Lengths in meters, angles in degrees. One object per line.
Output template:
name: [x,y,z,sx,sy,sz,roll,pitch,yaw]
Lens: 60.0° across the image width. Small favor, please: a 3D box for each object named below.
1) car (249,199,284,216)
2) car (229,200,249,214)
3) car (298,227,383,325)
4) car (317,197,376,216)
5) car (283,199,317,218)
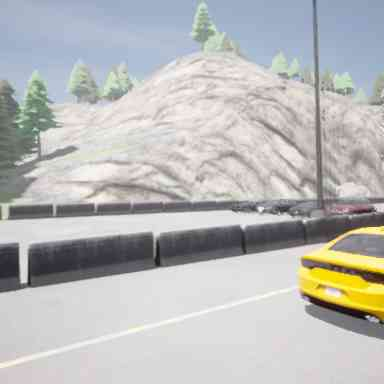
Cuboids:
car: [8.141,1.391,31.201,4.902,1.511,2.128,0,0,-35]
car: [6.076,1.493,34.029,4.718,1.301,1.895,0,0,-35]
car: [4.300,1.454,6.806,5.008,1.535,1.882,0,0,-35]
car: [12.037,1.267,25.384,4.553,1.767,2.097,0,0,-35]
car: [10.165,1.471,28.347,4.181,1.385,1.994,0,0,-35]
